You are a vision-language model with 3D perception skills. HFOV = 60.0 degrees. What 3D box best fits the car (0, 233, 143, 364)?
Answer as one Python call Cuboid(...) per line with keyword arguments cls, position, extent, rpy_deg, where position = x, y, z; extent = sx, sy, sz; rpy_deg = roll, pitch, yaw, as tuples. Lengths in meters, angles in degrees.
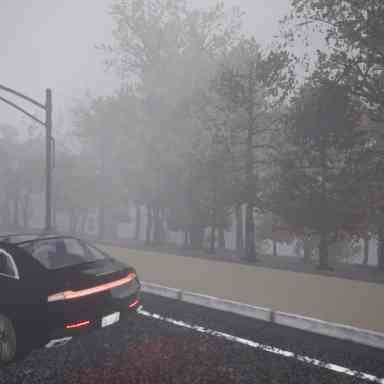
Cuboid(cls="car", position=(-3.061, 1.491, 5.868), extent=(4.902, 1.511, 2.128), rpy_deg=(0, 0, 36))
